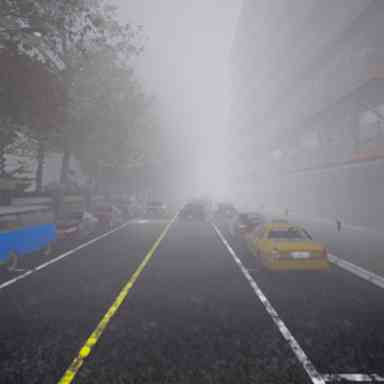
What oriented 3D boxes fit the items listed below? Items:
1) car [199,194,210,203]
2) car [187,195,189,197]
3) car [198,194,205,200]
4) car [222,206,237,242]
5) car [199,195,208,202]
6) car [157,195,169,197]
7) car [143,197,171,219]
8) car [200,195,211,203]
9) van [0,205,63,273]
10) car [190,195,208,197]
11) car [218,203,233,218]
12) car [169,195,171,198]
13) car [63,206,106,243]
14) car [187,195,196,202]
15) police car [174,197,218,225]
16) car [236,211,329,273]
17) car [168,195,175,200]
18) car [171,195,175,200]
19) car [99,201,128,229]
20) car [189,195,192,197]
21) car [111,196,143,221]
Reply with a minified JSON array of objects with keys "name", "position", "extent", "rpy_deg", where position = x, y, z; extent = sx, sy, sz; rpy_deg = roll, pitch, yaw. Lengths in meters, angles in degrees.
[{"name":"car","position":[2.616,1.287,72.267],"extent":[2.192,1.841,5.009],"rpy_deg":[0,0,0]},{"name":"car","position":[-0.056,1.320,58.482],"extent":[2.097,1.767,4.553],"rpy_deg":[0,0,0]},{"name":"car","position":[2.594,1.423,94.789],"extent":[1.967,1.590,4.097],"rpy_deg":[0,0,0]},{"name":"car","position":[2.674,1.566,15.965],"extent":[1.802,1.307,4.206],"rpy_deg":[0,0,0]},{"name":"car","position":[2.611,1.413,77.898],"extent":[1.967,1.590,4.097],"rpy_deg":[0,0,0]},{"name":"car","position":[-5.752,1.409,60.999],"extent":[1.967,1.590,4.097],"rpy_deg":[0,0,0]},{"name":"car","position":[-3.127,1.480,28.672],"extent":[1.837,1.490,4.892],"rpy_deg":[0,0,0]},{"name":"car","position":[2.623,1.410,66.637],"extent":[1.967,1.590,4.097],"rpy_deg":[0,0,0]},{"name":"van","position":[-5.701,1.330,10.325],"extent":[1.690,1.788,3.998],"rpy_deg":[0,0,0]},{"name":"car","position":[0.866,1.427,34.175],"extent":[1.801,1.575,5.366],"rpy_deg":[0,0,0]},{"name":"car","position":[2.662,1.542,27.227],"extent":[1.947,1.339,4.313],"rpy_deg":[0,0,0]},{"name":"car","position":[-5.758,1.410,66.628],"extent":[1.967,1.590,4.097],"rpy_deg":[0,0,0]},{"name":"car","position":[-5.707,1.566,15.956],"extent":[1.802,1.307,4.206],"rpy_deg":[0,0,0]},{"name":"car","position":[-0.074,1.385,74.574],"extent":[1.994,1.385,4.181],"rpy_deg":[0,0,0]},{"name":"police car","position":[0.419,1.403,24.282],"extent":[1.930,1.638,5.238],"rpy_deg":[0,0,12]},{"name":"car","position":[2.680,1.514,10.504],"extent":[1.752,1.417,4.829],"rpy_deg":[0,0,0]},{"name":"car","position":[-5.786,1.508,94.610],"extent":[1.752,1.417,4.829],"rpy_deg":[0,0,0]},{"name":"car","position":[-5.768,1.524,77.889],"extent":[2.008,1.369,4.403],"rpy_deg":[0,0,0]},{"name":"car","position":[-5.712,1.525,21.586],"extent":[1.887,1.381,4.507],"rpy_deg":[0,0,0]},{"name":"car","position":[0.860,1.447,39.985],"extent":[1.882,1.535,5.008],"rpy_deg":[0,0,0]},{"name":"car","position":[-5.718,1.291,27.218],"extent":[2.192,1.841,5.009],"rpy_deg":[0,0,0]}]
